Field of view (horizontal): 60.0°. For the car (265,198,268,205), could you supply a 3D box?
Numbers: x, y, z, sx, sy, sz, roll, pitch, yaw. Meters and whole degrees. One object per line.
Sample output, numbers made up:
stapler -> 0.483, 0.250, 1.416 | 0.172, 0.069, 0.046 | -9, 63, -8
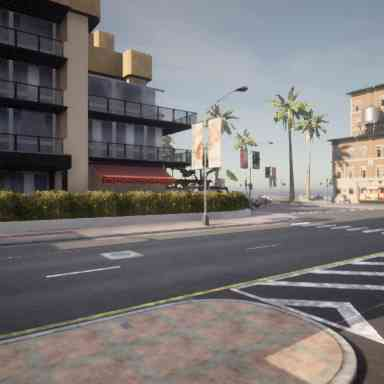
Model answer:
car -> 10.587, 1.482, 56.131 | 2.128, 1.511, 4.902 | 0, 0, -35

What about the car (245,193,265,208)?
car -> 7.430, 1.213, 48.079 | 2.150, 2.045, 5.566 | 0, 0, -35
